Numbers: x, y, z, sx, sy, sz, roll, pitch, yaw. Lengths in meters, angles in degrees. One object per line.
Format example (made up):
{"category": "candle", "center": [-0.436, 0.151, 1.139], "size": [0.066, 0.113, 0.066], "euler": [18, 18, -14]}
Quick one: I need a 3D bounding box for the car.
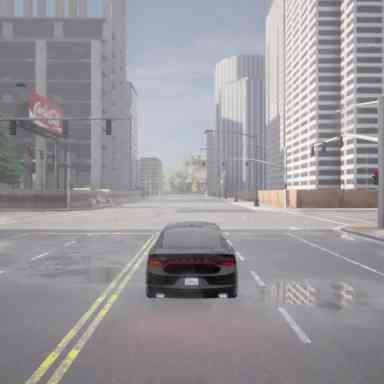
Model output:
{"category": "car", "center": [0.002, 1.478, 8.523], "size": [1.882, 1.535, 5.008], "euler": [0, 0, 0]}
